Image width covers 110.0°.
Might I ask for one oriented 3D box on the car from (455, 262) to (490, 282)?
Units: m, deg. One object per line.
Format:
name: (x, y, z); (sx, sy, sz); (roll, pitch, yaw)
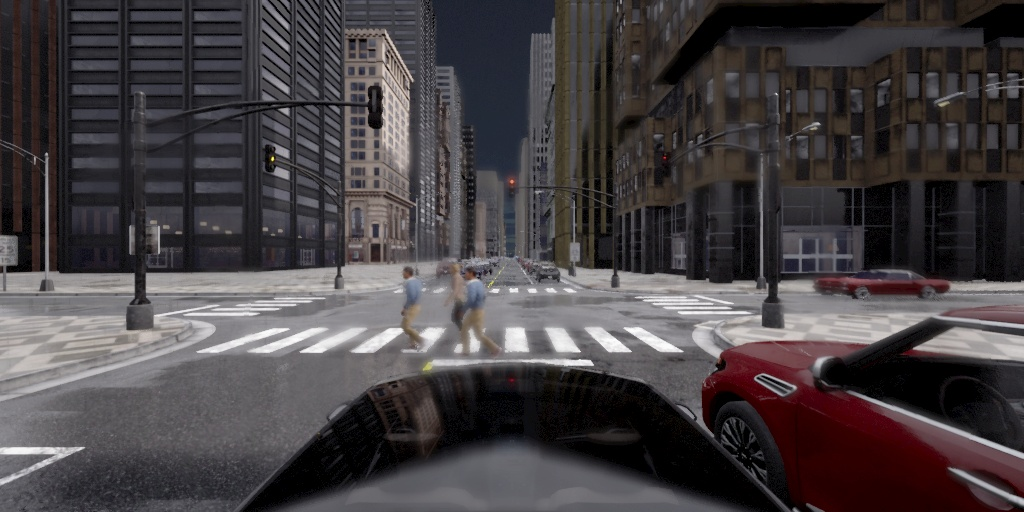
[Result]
car: (-3.094, 1.351, 28.469); (1.895, 1.301, 4.718); (0, 0, 0)

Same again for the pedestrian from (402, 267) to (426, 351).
pedestrian: (-2.073, 1.043, 7.484); (0.375, 1.860, 0.375); (0, 0, 0)

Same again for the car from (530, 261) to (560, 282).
car: (2.768, 1.301, 28.211); (2.007, 1.370, 4.403); (0, 0, 0)

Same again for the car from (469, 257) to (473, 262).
car: (-5.755, 1.192, 39.486); (1.967, 1.591, 4.097); (0, 0, 0)

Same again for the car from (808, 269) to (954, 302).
car: (16.697, 1.307, 16.408); (4.718, 1.301, 1.895); (0, 0, 0)

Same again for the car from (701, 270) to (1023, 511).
car: (2.763, 1.065, 1.238); (2.192, 1.841, 5.009); (0, 0, 0)

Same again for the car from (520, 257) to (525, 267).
car: (2.774, 1.197, 56.414); (1.967, 1.591, 4.097); (0, 0, 0)

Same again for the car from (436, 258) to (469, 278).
car: (-5.756, 1.066, 33.844); (2.192, 1.841, 5.009); (0, 0, 0)

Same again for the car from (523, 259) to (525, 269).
car: (2.772, 1.299, 45.133); (1.888, 1.381, 4.507); (0, 0, 0)

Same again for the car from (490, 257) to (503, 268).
car: (-3.007, 1.308, 60.741); (2.033, 1.411, 5.357); (0, 0, 0)

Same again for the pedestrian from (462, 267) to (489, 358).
pedestrian: (-0.695, 1.043, 6.877); (0.375, 1.860, 0.375); (0, 0, 0)

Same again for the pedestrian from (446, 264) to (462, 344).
pedestrian: (-1.209, 1.044, 8.084); (0.375, 1.860, 0.375); (0, 0, 0)

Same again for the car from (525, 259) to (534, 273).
car: (2.770, 1.303, 39.493); (2.007, 1.370, 4.403); (0, 0, 0)

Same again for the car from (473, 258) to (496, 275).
car: (-3.091, 1.278, 39.828); (1.812, 1.442, 4.674); (0, 0, 0)
